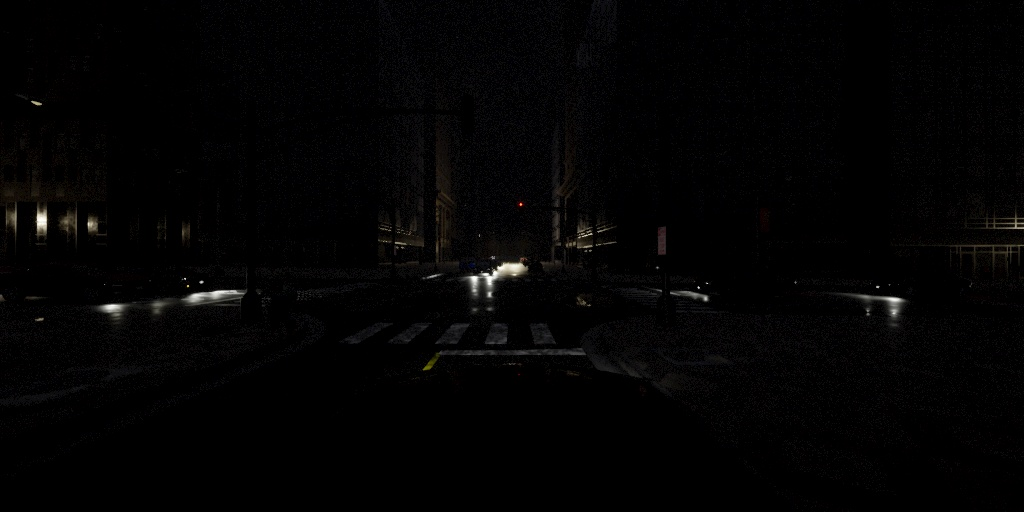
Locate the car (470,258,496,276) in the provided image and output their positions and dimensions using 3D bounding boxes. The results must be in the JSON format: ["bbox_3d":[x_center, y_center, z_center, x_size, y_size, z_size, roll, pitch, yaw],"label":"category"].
[{"bbox_3d":[-2.925,1.253,37.232,1.812,1.442,4.674,0,0,0],"label":"car"}]

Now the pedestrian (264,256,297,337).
[{"bbox_3d":[-5.287,0.892,8.198,0.375,1.860,0.375,0,0,0],"label":"pedestrian"}]

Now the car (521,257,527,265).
[{"bbox_3d":[2.997,1.270,62.040,1.802,1.307,4.207,0,0,0],"label":"car"}]

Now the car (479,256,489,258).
[{"bbox_3d":[-5.528,1.128,62.094,1.967,1.591,4.097,0,0,0],"label":"car"}]

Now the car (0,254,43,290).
[{"bbox_3d":[-27.026,0.758,17.875,4.553,1.767,2.097,1,0,0],"label":"car"}]

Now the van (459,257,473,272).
[{"bbox_3d":[-5.639,1.058,45.147,1.690,1.789,3.998,0,0,0],"label":"van"}]

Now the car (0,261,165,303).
[{"bbox_3d":[-17.608,0.993,14.568,5.008,1.535,1.882,1,0,0],"label":"car"}]

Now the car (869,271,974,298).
[{"bbox_3d":[23.882,1.599,21.029,4.892,1.490,1.837,1,0,0],"label":"car"}]

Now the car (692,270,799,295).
[{"bbox_3d":[13.651,1.504,21.085,5.357,1.411,2.033,1,0,0],"label":"car"}]

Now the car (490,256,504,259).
[{"bbox_3d":[-2.743,1.214,61.836,1.812,1.442,4.674,0,0,1],"label":"car"}]

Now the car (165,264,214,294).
[{"bbox_3d":[-17.417,1.094,17.817,4.181,1.385,1.994,1,0,0],"label":"car"}]

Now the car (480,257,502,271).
[{"bbox_3d":[-2.858,1.205,47.752,2.128,1.511,4.902,0,0,0],"label":"car"}]

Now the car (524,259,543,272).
[{"bbox_3d":[2.886,1.283,45.092,1.948,1.339,4.313,0,0,0],"label":"car"}]
